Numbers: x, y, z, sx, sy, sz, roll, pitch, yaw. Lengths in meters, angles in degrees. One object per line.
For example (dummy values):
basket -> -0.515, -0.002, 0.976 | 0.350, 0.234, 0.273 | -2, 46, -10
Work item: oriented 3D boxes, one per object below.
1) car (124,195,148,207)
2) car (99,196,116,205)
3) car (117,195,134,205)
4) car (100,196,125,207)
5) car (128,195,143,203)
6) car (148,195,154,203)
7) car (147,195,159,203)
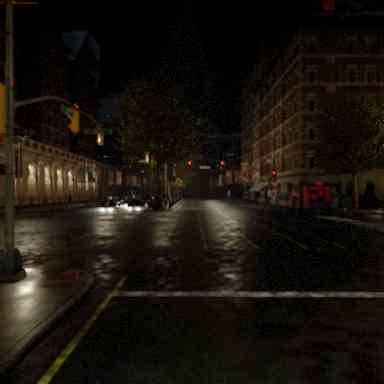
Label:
car -> -8.011, 1.464, 48.175 | 1.994, 1.385, 4.181 | 0, 0, 0
car -> -14.739, 1.474, 58.355 | 1.895, 1.301, 4.718 | 0, 0, 0
car -> -11.489, 1.372, 57.795 | 2.128, 1.511, 4.902 | 0, 0, 0
car -> -11.511, 1.392, 47.803 | 2.128, 1.511, 4.902 | 0, 0, 0
car -> -11.487, 1.351, 67.871 | 2.128, 1.511, 4.902 | 0, 0, 0
car -> -7.989, 1.384, 58.359 | 1.837, 1.490, 4.892 | 0, 0, 0
car -> -7.987, 1.336, 68.700 | 1.882, 1.535, 5.008 | 0, 0, 0
